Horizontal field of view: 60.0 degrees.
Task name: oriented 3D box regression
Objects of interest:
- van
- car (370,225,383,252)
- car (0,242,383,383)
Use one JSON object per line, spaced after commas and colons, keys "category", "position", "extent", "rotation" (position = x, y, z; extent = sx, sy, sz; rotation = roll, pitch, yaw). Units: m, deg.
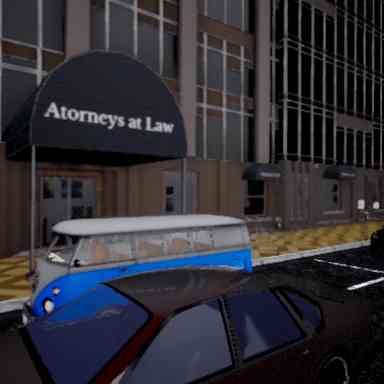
{"category": "van", "position": [-0.707, 1.342, 6.046], "extent": [3.998, 1.788, 1.690], "rotation": [0, 0, -36]}
{"category": "car", "position": [8.554, 1.569, 12.657], "extent": [4.313, 1.339, 1.947], "rotation": [0, 0, -36]}
{"category": "car", "position": [-0.199, 1.548, 3.239], "extent": [5.357, 1.411, 2.033], "rotation": [0, 0, -36]}
